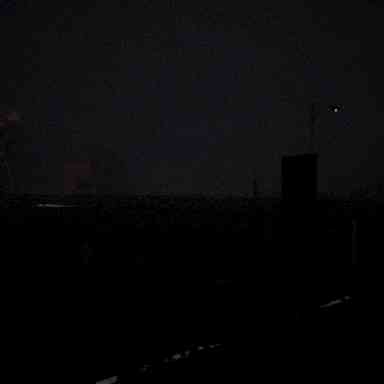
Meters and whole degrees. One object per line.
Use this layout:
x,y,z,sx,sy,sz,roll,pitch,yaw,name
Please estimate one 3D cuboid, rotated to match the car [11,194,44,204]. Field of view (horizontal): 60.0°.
-20.971,0.878,42.502,4.718,1.301,1.895,1,0,34,car
